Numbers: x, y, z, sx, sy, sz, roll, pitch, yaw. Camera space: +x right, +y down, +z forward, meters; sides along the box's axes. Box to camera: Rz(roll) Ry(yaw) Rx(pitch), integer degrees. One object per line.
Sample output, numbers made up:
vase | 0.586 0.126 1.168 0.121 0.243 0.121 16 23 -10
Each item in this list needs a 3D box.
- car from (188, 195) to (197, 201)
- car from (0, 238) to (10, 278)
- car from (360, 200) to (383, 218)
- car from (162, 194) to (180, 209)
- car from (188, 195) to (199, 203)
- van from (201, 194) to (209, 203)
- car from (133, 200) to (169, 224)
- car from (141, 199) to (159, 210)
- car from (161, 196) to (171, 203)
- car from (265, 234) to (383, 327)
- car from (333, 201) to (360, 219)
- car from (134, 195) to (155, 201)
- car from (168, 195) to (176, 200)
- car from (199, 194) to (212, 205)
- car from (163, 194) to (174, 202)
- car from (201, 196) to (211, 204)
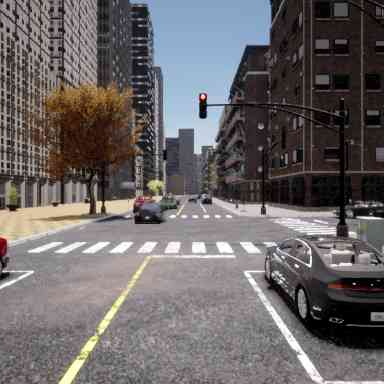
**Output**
car | 0.121 1.462 79.084 2.033 1.411 5.357 0 0 0
car | -5.682 1.545 6.961 1.887 1.381 4.507 0 0 0
car | 14.773 1.345 23.769 4.181 1.385 1.994 -1 0 0
car | -3.027 1.378 44.751 2.097 1.767 4.553 0 0 0
car | 0.104 1.547 68.661 2.128 1.511 4.902 0 0 0
van | 2.799 1.402 72.474 1.690 1.788 3.998 0 0 0
car | -3.063 1.572 24.866 1.994 1.385 4.181 0 0 0
car | -5.624 1.592 44.872 1.947 1.339 4.313 0 0 0
car | -5.581 1.627 72.487 1.947 1.339 4.313 0 0 0
car | 2.698 1.551 6.948 2.008 1.369 4.403 0 0 0
car | 13.465 1.350 26.337 4.403 1.369 2.008 -1 1 0
car | -5.633 1.336 39.349 2.192 1.841 5.009 0 0 0
car | -5.547 1.654 94.578 2.008 1.369 4.403 0 0 0
car | 2.783 1.611 61.427 1.947 1.339 4.313 0 0 0
car | -5.573 1.386 78.009 2.192 1.841 5.009 0 0 0
car | 2.792 1.578 67.120 1.752 1.417 4.829 0 0 0
